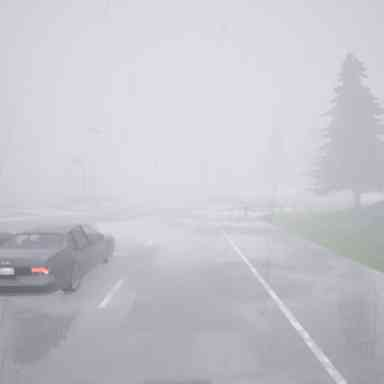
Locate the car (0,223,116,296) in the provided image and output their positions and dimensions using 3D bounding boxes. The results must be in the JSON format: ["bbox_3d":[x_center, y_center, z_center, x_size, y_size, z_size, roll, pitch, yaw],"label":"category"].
[{"bbox_3d":[-3.451,1.512,8.707,2.033,1.411,5.357,0,0,0],"label":"car"}]

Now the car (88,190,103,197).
[{"bbox_3d":[-25.129,0.586,84.617,2.150,2.045,5.566,0,0,0],"label":"car"}]

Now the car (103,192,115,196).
[{"bbox_3d":[-21.663,0.947,85.681,1.895,1.301,4.718,0,0,-3],"label":"car"}]

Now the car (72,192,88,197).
[{"bbox_3d":[-28.607,0.895,83.496,2.128,1.511,4.902,0,0,0],"label":"car"}]

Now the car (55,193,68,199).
[{"bbox_3d":[-32.085,0.905,82.223,1.812,1.442,4.674,0,0,0],"label":"car"}]
